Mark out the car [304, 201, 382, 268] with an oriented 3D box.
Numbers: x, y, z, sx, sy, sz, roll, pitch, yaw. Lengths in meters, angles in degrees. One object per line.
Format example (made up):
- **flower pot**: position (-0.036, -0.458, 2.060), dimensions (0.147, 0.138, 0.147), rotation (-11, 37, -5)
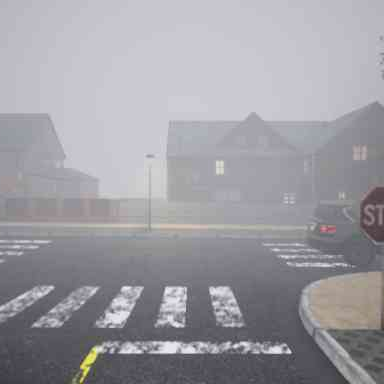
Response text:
- **car**: position (6.774, 1.367, 11.410), dimensions (5.566, 2.045, 2.150), rotation (1, 1, -1)
